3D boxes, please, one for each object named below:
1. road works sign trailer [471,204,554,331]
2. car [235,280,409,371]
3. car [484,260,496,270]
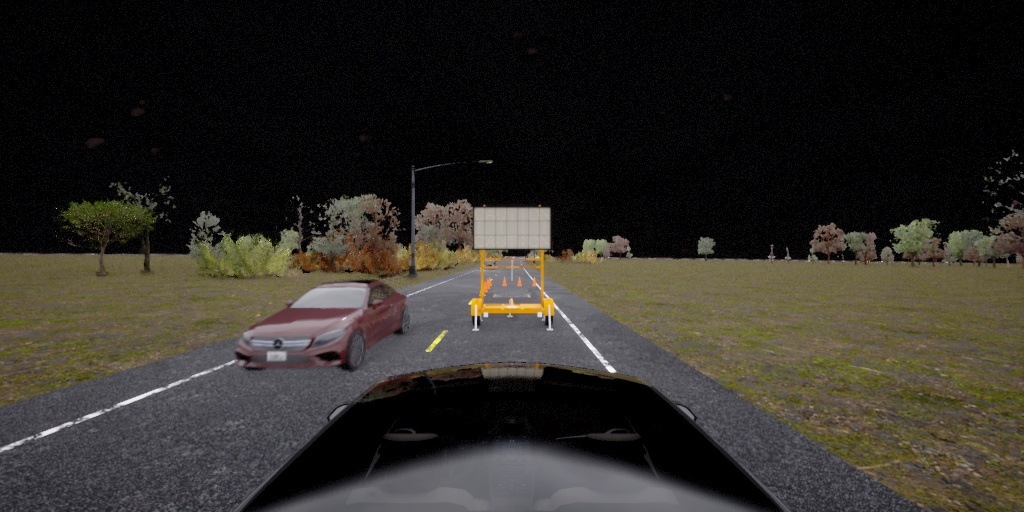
[{"bbox_3d":[0.005,0.217,11.040,2.380,3.560,2.880,0,0,-1],"label":"road works sign trailer"},{"bbox_3d":[-3.607,1.277,7.820,1.812,1.442,4.674,0,0,0],"label":"car"},{"bbox_3d":[-3.351,1.277,53.096,1.837,1.490,4.892,0,0,0],"label":"car"}]
